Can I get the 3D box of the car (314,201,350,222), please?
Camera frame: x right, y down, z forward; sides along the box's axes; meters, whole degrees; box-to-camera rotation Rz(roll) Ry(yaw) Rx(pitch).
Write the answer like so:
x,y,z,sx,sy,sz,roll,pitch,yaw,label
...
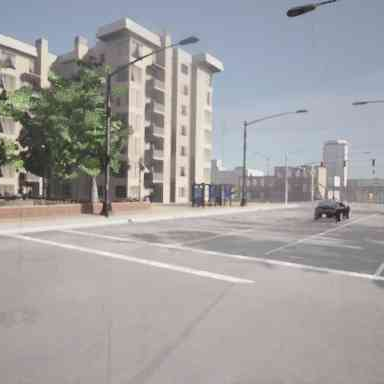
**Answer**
x,y,z,sx,sy,sz,roll,pitch,yaw,label
10.974,1.451,25.916,1.837,1.490,4.892,1,0,36,car
